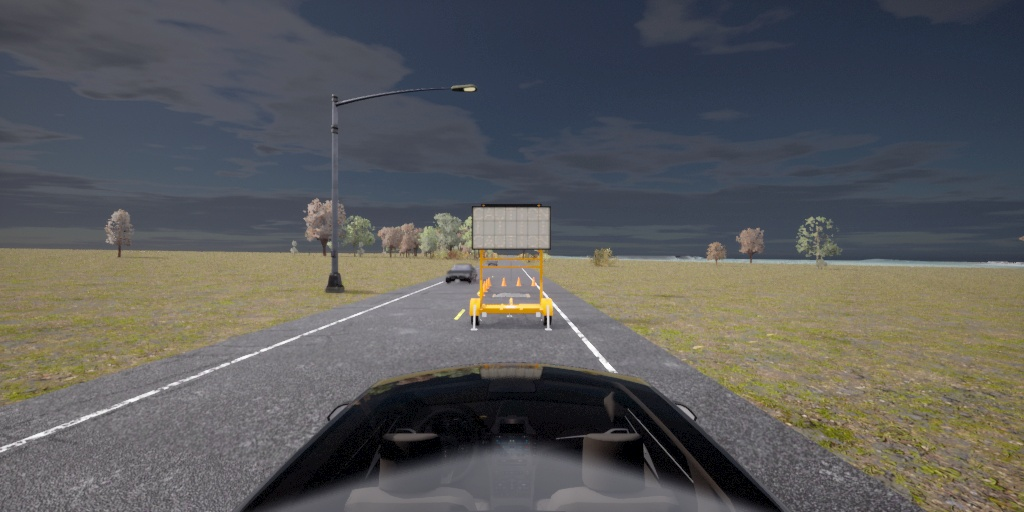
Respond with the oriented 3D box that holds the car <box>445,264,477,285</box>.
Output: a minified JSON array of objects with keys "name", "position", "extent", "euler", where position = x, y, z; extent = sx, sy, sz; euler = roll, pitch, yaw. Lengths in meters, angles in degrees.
[{"name":"car","position":[-3.659,1.299,26.660],"extent":[2.033,1.411,5.357],"euler":[0,0,0]}]

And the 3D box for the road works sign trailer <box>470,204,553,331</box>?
[{"name":"road works sign trailer","position":[-0.022,0.215,11.030],"extent":[2.380,3.560,2.880],"euler":[0,0,0]}]
